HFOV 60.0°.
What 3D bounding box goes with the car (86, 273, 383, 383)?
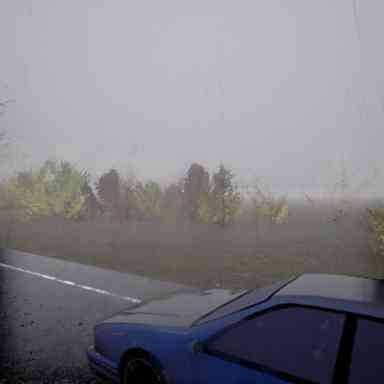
[{"bbox_3d":[1.387,1.548,3.015,5.357,1.411,2.033,0,0,35],"label":"car"}]
